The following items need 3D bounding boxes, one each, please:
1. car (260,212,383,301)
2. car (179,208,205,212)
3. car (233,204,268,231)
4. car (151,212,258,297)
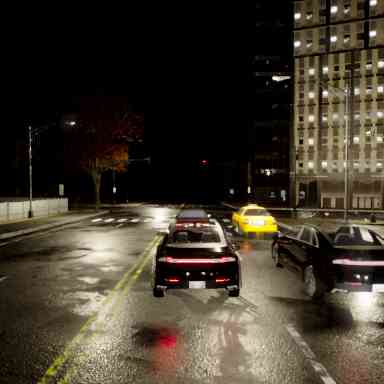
[{"bbox_3d":[3.351,1.489,8.324,2.128,1.511,4.902,0,0,0],"label":"car"},{"bbox_3d":[0.002,1.544,17.549,2.033,1.411,5.357,0,0,0],"label":"car"},{"bbox_3d":[3.323,1.453,18.568,1.801,1.575,5.366,0,0,0],"label":"car"},{"bbox_3d":[0.078,1.489,8.526,2.128,1.511,4.902,0,0,0],"label":"car"}]
